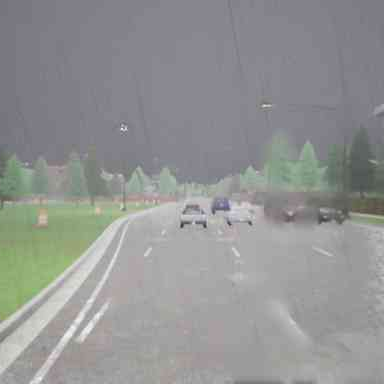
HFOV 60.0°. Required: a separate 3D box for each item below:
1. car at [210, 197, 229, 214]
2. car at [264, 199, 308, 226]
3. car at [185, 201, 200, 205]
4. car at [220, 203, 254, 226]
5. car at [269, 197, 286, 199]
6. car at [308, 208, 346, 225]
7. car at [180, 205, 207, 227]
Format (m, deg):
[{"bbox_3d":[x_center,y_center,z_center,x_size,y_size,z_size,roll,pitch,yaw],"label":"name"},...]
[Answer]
[{"bbox_3d":[3.596,1.705,42.494,2.150,2.045,5.566,0,0,0],"label":"car"},{"bbox_3d":[7.100,1.648,26.139,2.097,1.767,4.553,0,-1,0],"label":"car"},{"bbox_3d":[0.097,1.982,44.520,1.882,1.535,5.008,0,0,0],"label":"car"},{"bbox_3d":[3.589,1.826,26.420,1.812,1.442,4.674,0,-1,0],"label":"car"},{"bbox_3d":[10.556,1.697,41.802,2.150,2.045,5.566,0,0,0],"label":"car"},{"bbox_3d":[10.510,1.906,26.918,1.895,1.301,4.718,0,-1,0],"label":"car"},{"bbox_3d":[0.102,1.887,25.165,1.895,1.301,4.718,0,-1,0],"label":"car"}]
